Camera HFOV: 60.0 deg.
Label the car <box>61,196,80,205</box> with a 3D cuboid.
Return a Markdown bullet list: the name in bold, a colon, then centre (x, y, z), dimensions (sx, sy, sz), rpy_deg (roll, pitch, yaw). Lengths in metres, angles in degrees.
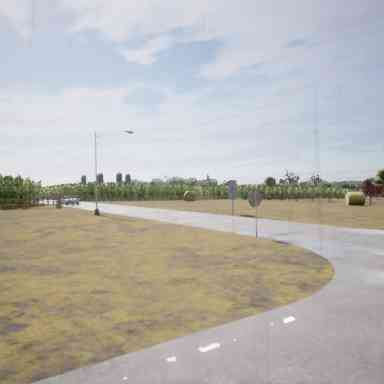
- **car**: centre (-18.443, 1.277, 50.049), dimensions (1.895, 1.301, 4.718), rpy_deg (-1, 1, -35)
